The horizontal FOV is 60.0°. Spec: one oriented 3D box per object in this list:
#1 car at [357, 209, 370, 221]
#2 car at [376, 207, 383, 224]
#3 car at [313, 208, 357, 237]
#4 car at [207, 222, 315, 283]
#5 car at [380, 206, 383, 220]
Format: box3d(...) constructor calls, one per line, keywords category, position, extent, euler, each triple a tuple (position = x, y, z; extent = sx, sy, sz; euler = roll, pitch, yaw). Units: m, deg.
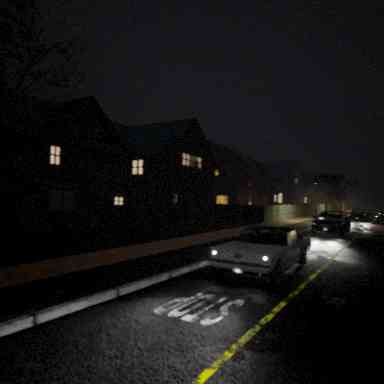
box3d(category="car", position=(18.474, 2.487, 36.735), extent=(1.895, 1.301, 4.718), euler=(1, -1, 32))
box3d(category="car", position=(19.188, 2.323, 32.520), extent=(2.128, 1.511, 4.902), euler=(1, -1, 32))
box3d(category="car", position=(9.095, 1.959, 21.575), extent=(2.128, 1.511, 4.902), euler=(1, -1, 32))
box3d(category="car", position=(2.341, 1.789, 10.553), extent=(1.895, 1.301, 4.718), euler=(1, -1, 31))
box3d(category="car", position=(24.409, 2.583, 41.131), extent=(1.837, 1.490, 4.892), euler=(1, -1, 32))
